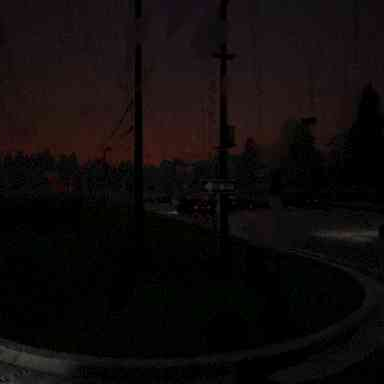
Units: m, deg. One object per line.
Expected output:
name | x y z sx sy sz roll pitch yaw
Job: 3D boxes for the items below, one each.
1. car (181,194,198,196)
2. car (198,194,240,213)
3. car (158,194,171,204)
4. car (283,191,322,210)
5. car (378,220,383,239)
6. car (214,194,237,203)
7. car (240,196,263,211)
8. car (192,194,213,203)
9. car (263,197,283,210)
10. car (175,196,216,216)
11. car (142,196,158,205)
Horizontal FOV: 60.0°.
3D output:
car | -0.995 1.104 54.368 2.128 1.511 4.902 0 0 -19
car | 2.571 1.114 33.126 2.097 1.767 4.553 0 0 -19
car | -4.850 1.088 54.822 1.882 1.535 5.008 0 0 -19
car | 12.147 0.945 37.575 2.150 2.045 5.566 0 0 -19
car | 9.588 1.381 12.620 1.882 1.535 5.008 0 0 -19
car | 5.631 1.084 56.625 2.128 1.511 4.902 0 0 -19
car | 5.225 1.230 36.185 2.128 1.511 4.902 0 0 -19
car | 1.774 1.069 57.087 1.882 1.535 5.008 0 0 -19
car | 8.147 1.285 38.458 1.994 1.385 4.181 0 0 -19
car | 0.029 1.334 29.750 2.033 1.411 5.357 0 0 -19
car | -7.057 1.244 50.466 1.895 1.301 4.718 0 0 -19
